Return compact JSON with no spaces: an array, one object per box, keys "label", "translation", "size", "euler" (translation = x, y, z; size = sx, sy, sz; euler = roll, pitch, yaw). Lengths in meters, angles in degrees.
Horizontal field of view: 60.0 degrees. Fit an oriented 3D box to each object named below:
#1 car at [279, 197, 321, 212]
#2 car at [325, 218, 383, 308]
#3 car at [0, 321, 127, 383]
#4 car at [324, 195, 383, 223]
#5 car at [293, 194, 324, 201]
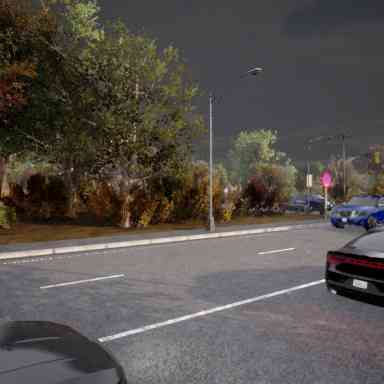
[{"label":"car","translation":[12.062,1.564,38.178],"size":[1.994,1.385,4.181],"euler":[0,0,-32]},{"label":"car","translation":[4.986,1.478,7.329],"size":[5.008,1.535,1.882],"euler":[0,0,-36]},{"label":"car","translation":[-2.729,1.505,1.790],"size":[4.892,1.490,1.837],"euler":[0,0,-36]},{"label":"car","translation":[10.853,1.221,20.406],"size":[5.566,2.045,2.150],"euler":[0,0,-36]},{"label":"car","translation":[14.662,1.221,40.649],"size":[2.150,2.045,5.566],"euler":[0,0,-31]}]
